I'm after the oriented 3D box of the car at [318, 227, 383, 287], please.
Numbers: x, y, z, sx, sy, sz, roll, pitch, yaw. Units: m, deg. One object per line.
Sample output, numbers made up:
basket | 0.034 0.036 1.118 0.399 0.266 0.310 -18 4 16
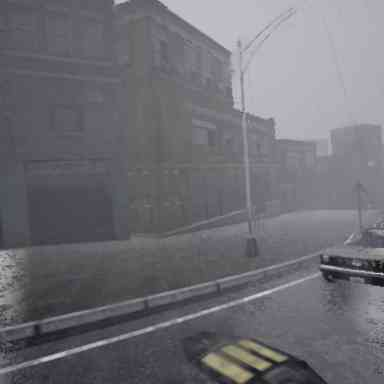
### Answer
car | 5.206 1.665 9.020 1.895 1.301 4.718 -1 -1 44
